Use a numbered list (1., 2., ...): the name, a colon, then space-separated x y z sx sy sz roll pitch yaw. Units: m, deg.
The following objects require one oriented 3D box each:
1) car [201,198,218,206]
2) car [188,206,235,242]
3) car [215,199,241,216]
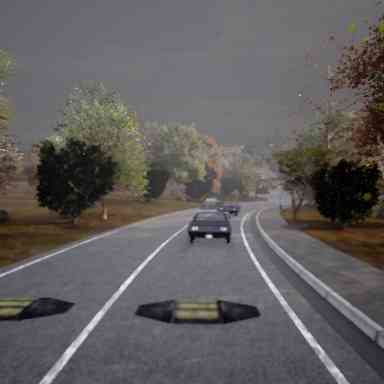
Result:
1. car: 2.493 1.452 41.793 1.812 1.442 4.674 1 0 17
2. car: 0.968 1.588 16.291 1.895 1.301 4.718 1 0 6
3. car: 3.790 1.599 32.703 1.895 1.301 4.718 1 0 13
